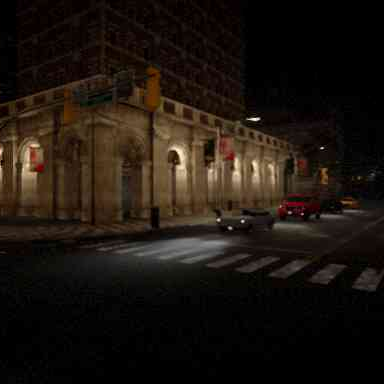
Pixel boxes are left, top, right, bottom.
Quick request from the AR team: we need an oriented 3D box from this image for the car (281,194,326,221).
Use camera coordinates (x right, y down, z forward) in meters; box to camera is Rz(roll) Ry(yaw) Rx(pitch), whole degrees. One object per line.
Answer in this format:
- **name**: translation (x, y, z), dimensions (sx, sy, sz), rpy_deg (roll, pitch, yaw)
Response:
- **car**: translation (9.021, 1.230, 27.562), dimensions (2.150, 2.045, 5.566), rpy_deg (0, 0, 35)

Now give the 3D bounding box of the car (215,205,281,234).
- **car**: translation (3.274, 1.609, 19.458), dimensions (1.895, 1.301, 4.718), rpy_deg (0, 0, 35)

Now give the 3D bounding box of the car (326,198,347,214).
- **car**: translation (14.813, 1.486, 35.743), dimensions (1.882, 1.535, 5.008), rpy_deg (0, 0, 35)

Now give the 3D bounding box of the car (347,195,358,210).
- **car**: translation (20.722, 1.486, 44.111), dimensions (1.882, 1.535, 5.008), rpy_deg (0, 0, 35)
